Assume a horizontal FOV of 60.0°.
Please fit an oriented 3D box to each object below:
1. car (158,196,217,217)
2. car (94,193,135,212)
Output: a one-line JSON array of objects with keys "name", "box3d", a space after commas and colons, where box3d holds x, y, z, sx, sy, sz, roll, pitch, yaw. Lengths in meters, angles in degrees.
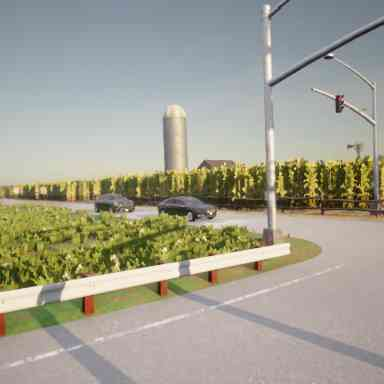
[{"name": "car", "box3d": [-0.412, 1.077, 22.249, 1.837, 1.490, 4.892, -4, 2, -40]}, {"name": "car", "box3d": [-7.053, 0.964, 30.063, 2.097, 1.767, 4.553, -4, 2, -40]}]
